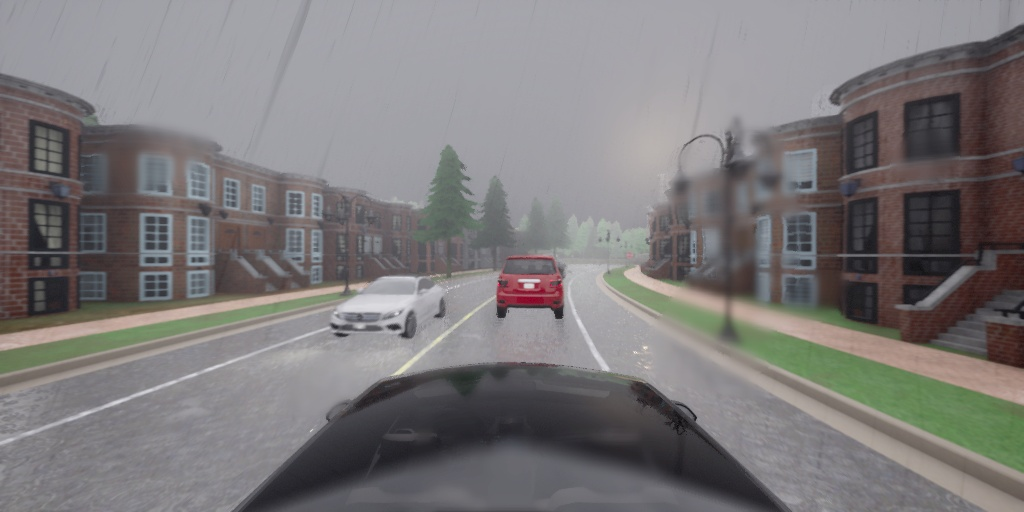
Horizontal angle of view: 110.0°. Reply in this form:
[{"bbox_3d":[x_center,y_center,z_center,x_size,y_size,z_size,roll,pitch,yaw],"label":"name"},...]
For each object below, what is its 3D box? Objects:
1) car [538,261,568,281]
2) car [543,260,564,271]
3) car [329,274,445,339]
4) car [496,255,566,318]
[{"bbox_3d":[3.651,1.265,31.358,2.128,1.511,4.902,0,0,12],"label":"car"},{"bbox_3d":[6.133,1.296,52.017,1.837,1.490,4.892,0,-1,22],"label":"car"},{"bbox_3d":[-3.189,1.267,10.190,1.812,1.442,4.674,0,0,4],"label":"car"},{"bbox_3d":[0.733,0.978,13.240,2.150,2.045,5.566,0,0,5],"label":"car"}]
